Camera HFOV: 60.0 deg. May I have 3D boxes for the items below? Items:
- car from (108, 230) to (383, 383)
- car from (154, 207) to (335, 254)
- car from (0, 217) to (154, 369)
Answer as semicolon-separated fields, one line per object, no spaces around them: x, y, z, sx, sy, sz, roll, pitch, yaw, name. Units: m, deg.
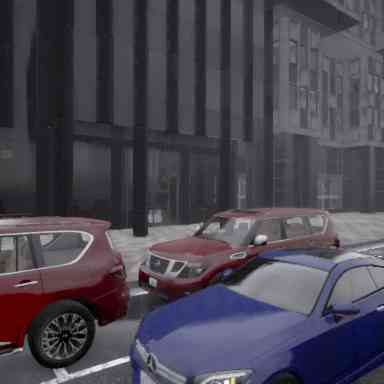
1.494;1.525;4.437;4.674;1.442;1.812;0;0;-35;car
1.343;1.314;7.479;5.009;1.841;2.192;0;0;-35;car
-3.254;1.315;4.211;5.009;1.841;2.192;0;0;-35;car
